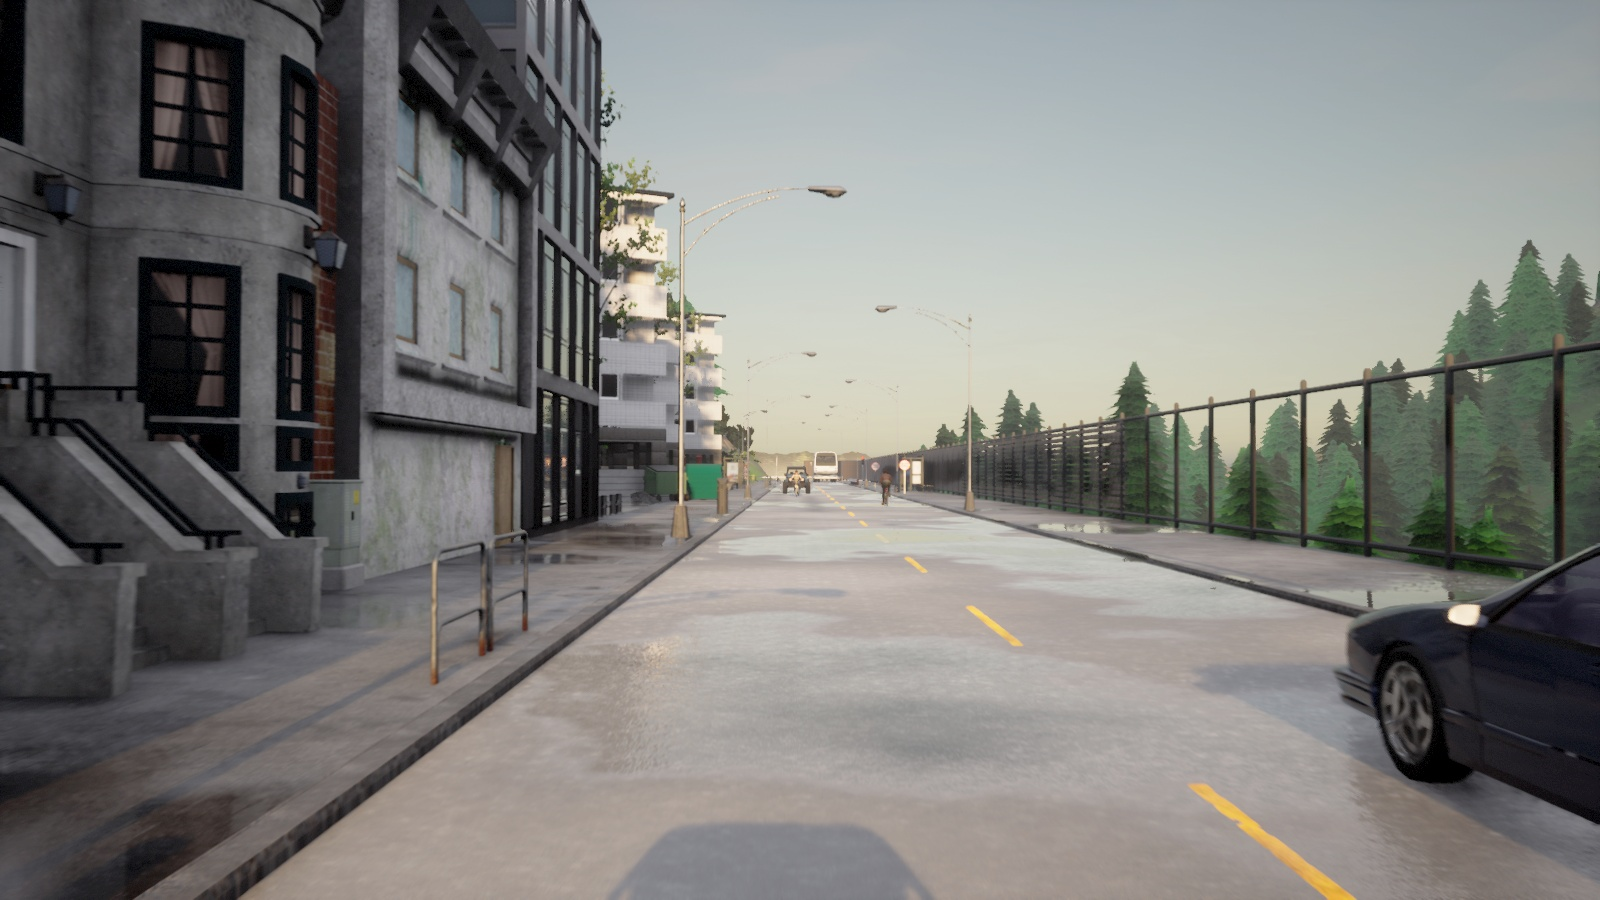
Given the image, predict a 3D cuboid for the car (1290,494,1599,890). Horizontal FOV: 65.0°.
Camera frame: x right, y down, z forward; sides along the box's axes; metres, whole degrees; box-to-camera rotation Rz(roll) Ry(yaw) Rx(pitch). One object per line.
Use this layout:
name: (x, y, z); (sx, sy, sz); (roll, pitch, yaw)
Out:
car: (3.986, 0.928, 4.903); (2.033, 1.411, 5.357); (0, -1, 0)

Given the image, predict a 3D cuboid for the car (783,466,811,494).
car: (-0.222, 2.059, 86.468); (1.905, 1.878, 3.866); (0, -1, 0)
